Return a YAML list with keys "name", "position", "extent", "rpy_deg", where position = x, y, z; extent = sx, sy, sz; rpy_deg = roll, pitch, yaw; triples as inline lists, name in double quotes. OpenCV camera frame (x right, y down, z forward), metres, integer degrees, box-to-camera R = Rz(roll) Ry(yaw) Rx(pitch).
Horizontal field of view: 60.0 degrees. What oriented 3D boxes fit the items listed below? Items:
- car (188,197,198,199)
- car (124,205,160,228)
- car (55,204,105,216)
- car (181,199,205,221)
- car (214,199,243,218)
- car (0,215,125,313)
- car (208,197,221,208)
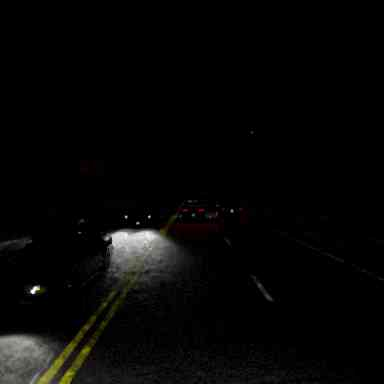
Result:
- name: "car"
  position: [0.105, 1.474, 47.097]
  extent: [2.128, 1.511, 4.902]
  rpy_deg: [0, 0, 0]
- name: "car"
  position: [-3.304, 1.597, 22.527]
  extent: [1.895, 1.301, 4.718]
  rpy_deg: [0, 0, 0]
- name: "car"
  position: [-6.568, 1.474, 19.741]
  extent: [1.882, 1.535, 5.008]
  rpy_deg: [0, 0, 0]
- name: "car"
  position: [0.104, 1.521, 26.905]
  extent: [1.812, 1.442, 4.674]
  rpy_deg: [0, 0, 0]
- name: "car"
  position: [3.353, 1.557, 29.917]
  extent: [1.994, 1.385, 4.181]
  rpy_deg: [0, 0, 0]
- name: "car"
  position: [-3.305, 1.546, 8.121]
  extent: [2.033, 1.411, 5.357]
  rpy_deg: [0, 0, 1]
- name: "car"
  position: [3.354, 1.488, 46.645]
  extent: [1.837, 1.490, 4.892]
  rpy_deg: [0, 0, 0]
